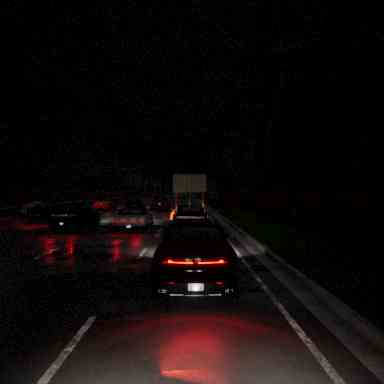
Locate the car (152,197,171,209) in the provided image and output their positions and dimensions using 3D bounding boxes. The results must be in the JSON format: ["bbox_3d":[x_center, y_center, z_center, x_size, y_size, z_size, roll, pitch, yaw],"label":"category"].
[{"bbox_3d":[-3.688,1.353,39.851,2.097,1.767,4.553,0,0,0],"label":"car"}]

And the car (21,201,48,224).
[{"bbox_3d":[-10.570,1.478,25.138,1.882,1.535,5.008,0,-1,0],"label":"car"}]

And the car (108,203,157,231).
[{"bbox_3d":[-3.533,1.600,20.615,1.895,1.301,4.718,0,0,0],"label":"car"}]

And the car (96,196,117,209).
[{"bbox_3d":[-10.691,1.352,40.985,2.097,1.767,4.553,0,0,-1],"label":"car"}]

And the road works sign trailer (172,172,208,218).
[{"bbox_3d":[-0.167,0.464,22.800,2.380,3.560,2.880,0,0,-3],"label":"road works sign trailer"}]

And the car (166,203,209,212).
[{"bbox_3d":[-0.044,1.488,18.930,2.128,1.511,4.902,0,0,1],"label":"car"}]

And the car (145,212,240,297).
[{"bbox_3d":[0.055,1.505,8.544,1.837,1.490,4.892,0,0,0],"label":"car"}]

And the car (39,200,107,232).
[{"bbox_3d":[-7.032,1.491,20.322,2.128,1.511,4.902,0,0,0],"label":"car"}]

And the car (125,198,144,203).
[{"bbox_3d":[-7.199,1.489,41.425,2.128,1.511,4.902,0,0,0],"label":"car"}]
